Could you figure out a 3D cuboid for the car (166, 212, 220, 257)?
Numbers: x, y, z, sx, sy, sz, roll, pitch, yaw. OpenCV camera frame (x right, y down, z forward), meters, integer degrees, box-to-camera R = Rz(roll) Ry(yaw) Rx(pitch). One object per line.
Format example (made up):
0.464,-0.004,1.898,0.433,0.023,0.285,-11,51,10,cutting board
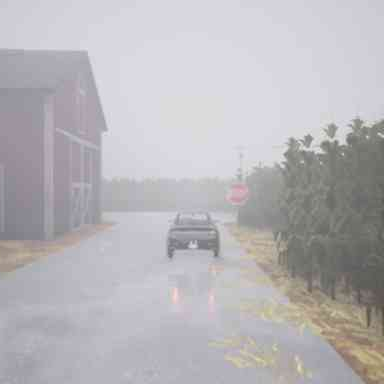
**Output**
0.058,1.522,13.080,2.128,1.511,4.902,0,0,0,car
